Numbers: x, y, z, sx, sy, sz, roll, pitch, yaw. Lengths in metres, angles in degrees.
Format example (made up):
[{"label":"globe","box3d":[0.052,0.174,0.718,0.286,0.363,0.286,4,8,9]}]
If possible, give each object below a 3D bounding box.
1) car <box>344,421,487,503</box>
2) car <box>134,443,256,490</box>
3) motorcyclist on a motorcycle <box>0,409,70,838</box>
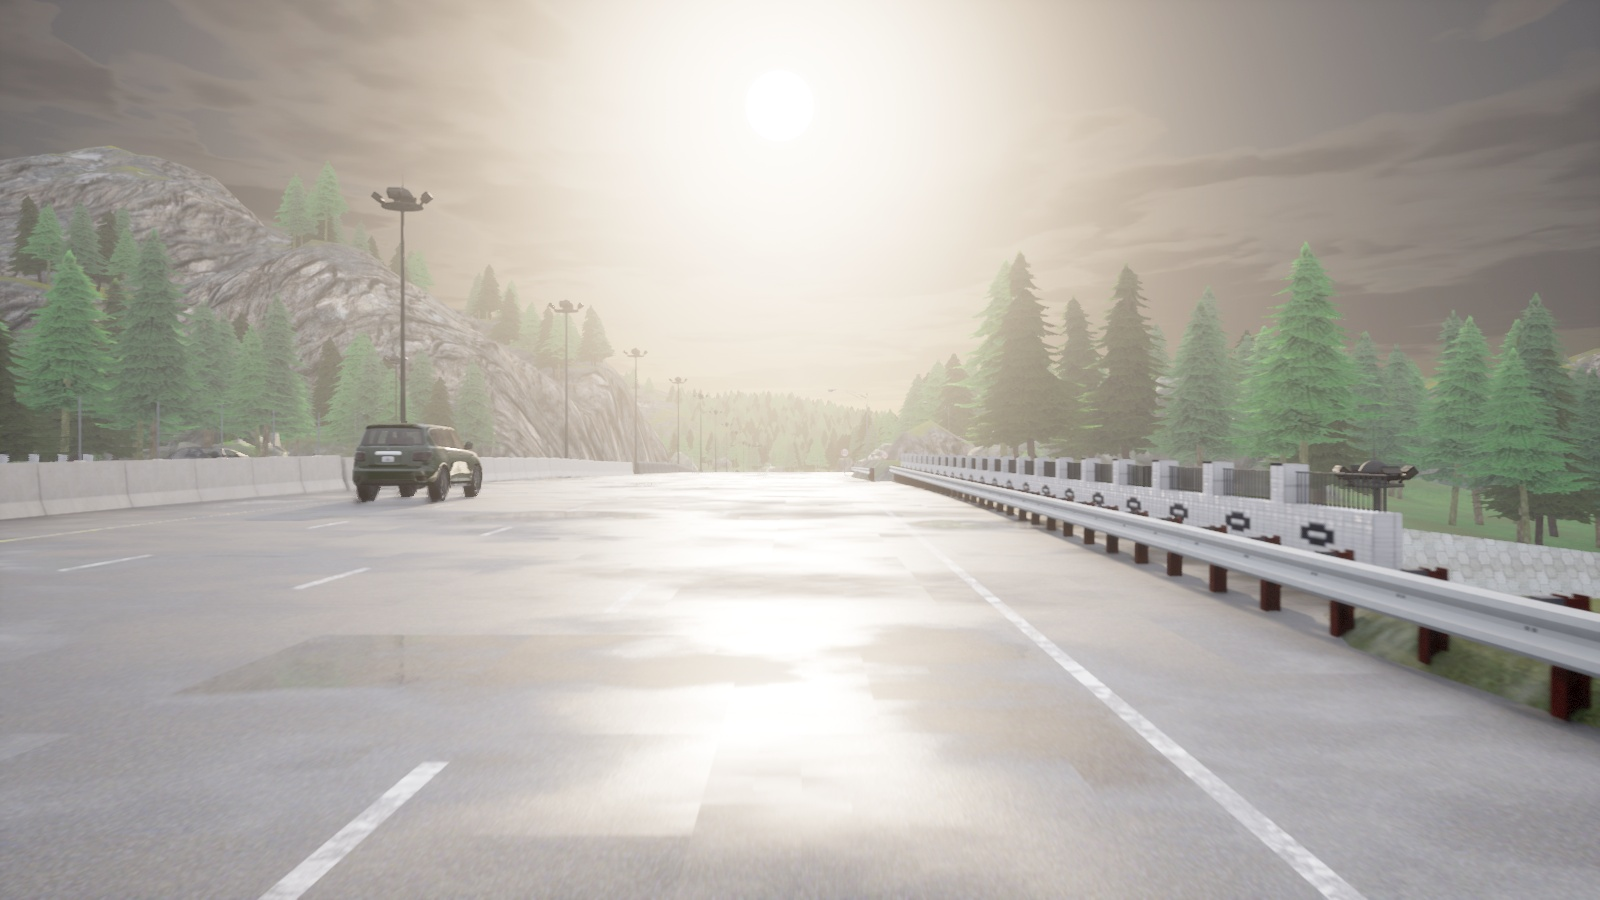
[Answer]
[{"label":"car","box3d":[-10.295,0.309,34.154,2.150,2.045,5.566,0,0,0]},{"label":"car","box3d":[-20.745,0.566,43.274,2.007,1.525,4.514,0,0,0]},{"label":"motorcyclist on a motorcycle","box3d":[-3.461,0.669,4.108,0.766,1.649,2.350,0,0,0]}]
